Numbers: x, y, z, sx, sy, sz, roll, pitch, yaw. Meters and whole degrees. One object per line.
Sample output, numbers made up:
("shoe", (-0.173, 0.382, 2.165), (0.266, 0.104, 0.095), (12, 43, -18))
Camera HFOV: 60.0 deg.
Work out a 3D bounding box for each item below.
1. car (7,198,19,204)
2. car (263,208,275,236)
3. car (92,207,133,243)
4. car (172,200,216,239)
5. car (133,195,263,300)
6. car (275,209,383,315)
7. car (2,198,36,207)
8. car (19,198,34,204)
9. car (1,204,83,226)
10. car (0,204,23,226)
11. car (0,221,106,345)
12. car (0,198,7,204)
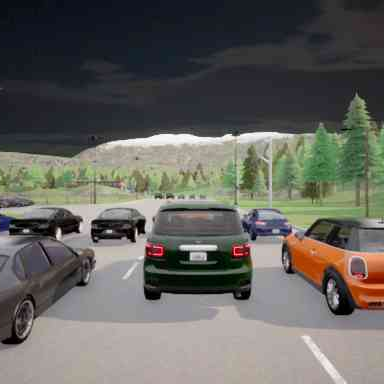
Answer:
("car", (-25.809, 1.563, 43.832), (4.181, 1.385, 1.994), (0, 0, -2))
("car", (3.612, 1.525, 16.603), (1.812, 1.442, 4.674), (0, 0, 0))
("car", (-3.391, 1.477, 16.132), (1.882, 1.535, 5.008), (0, 0, 0))
("car", (0.111, 1.352, 18.024), (2.097, 1.767, 4.553), (0, 0, 0))
("car", (0.108, 1.221, 8.502), (2.150, 2.045, 5.566), (0, 0, 0))
("car", (3.601, 1.352, 7.703), (2.097, 1.767, 4.553), (0, 0, 0))
("car", (-26.425, 1.563, 50.820), (4.181, 1.385, 1.994), (0, 0, -1))
("car", (-25.625, 1.546, 47.324), (5.357, 1.411, 2.033), (0, 0, -1))
("car", (-6.890, 1.477, 16.303), (1.882, 1.535, 5.008), (0, 0, 0))
("car", (-10.390, 1.525, 16.334), (1.812, 1.442, 4.674), (0, 0, 0))
("car", (-3.399, 1.547, 6.305), (2.033, 1.411, 5.357), (0, 0, 0))
("car", (-25.610, 1.600, 40.321), (4.718, 1.301, 1.895), (0, 0, -1))
